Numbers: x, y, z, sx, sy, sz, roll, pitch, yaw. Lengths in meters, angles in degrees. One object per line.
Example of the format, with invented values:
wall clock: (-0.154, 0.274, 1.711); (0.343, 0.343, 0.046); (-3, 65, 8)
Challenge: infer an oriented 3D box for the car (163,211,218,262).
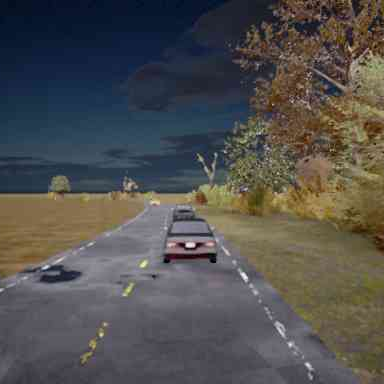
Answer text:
car: (-0.100, 1.681, 12.601); (2.033, 1.411, 5.357); (0, -1, -1)

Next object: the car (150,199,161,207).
car: (-7.214, 2.158, 65.316); (1.882, 1.535, 5.008); (0, 0, -7)

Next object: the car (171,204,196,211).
car: (-0.725, 1.809, 28.600); (1.837, 1.490, 4.892); (0, 0, -3)
